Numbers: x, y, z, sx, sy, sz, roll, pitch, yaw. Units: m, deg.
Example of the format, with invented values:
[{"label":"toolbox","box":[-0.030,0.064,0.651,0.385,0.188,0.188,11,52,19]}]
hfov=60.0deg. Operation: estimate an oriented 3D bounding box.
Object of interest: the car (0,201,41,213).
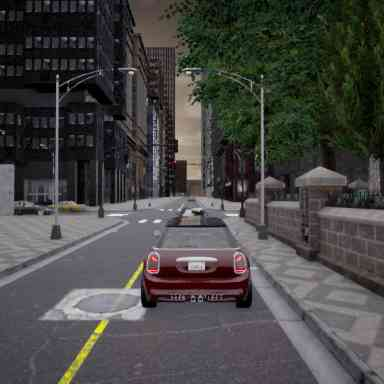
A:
[{"label":"car","box":[-20.195,1.708,38.698,4.403,1.369,2.008,0,-1,0]}]

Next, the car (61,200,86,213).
[{"label":"car","box":[-14.852,1.676,38.680,4.829,1.417,1.752,0,-1,0]}]

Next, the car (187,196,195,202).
[{"label":"car","box":[-0.171,1.732,79.721,2.033,1.411,5.357,0,0,0]}]

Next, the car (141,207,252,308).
[{"label":"car","box":[0.081,1.357,8.102,2.097,1.767,4.553,0,0,0]}]

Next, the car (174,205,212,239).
[{"label":"car","box":[0.059,1.542,18.228,1.812,1.442,4.674,0,0,0]}]

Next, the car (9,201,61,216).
[{"label":"car","box":[-14.702,1.518,30.156,4.403,1.369,2.008,0,-1,0]}]

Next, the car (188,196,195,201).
[{"label":"car","box":[-0.194,1.712,90.140,1.812,1.442,4.674,0,0,0]}]
